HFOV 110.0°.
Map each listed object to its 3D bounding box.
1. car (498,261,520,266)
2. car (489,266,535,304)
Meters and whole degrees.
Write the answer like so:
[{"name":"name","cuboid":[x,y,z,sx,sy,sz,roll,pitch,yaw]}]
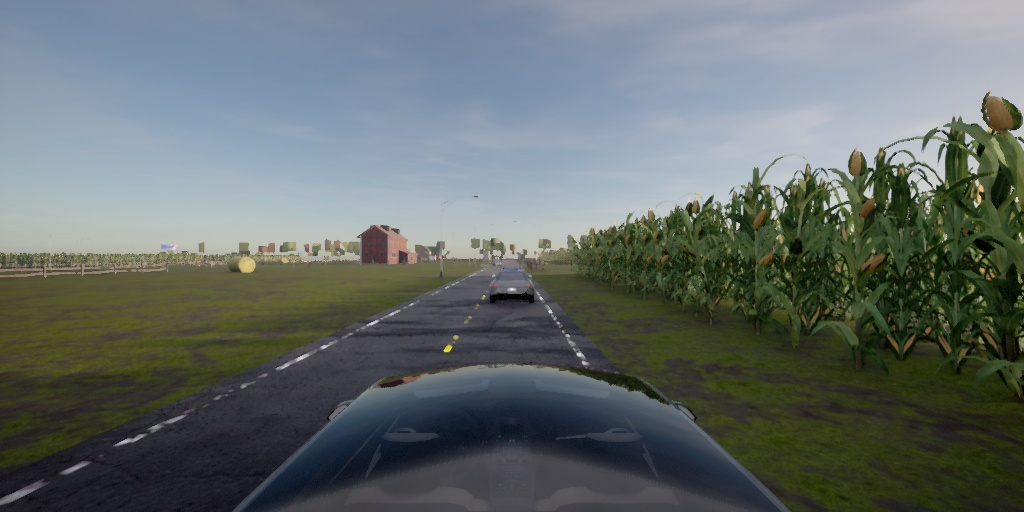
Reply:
[{"name":"car","cuboid":[0.001,1.377,31.534,1.895,1.301,4.718,0,0,0]},{"name":"car","cuboid":[0.001,1.327,16.501,1.994,1.385,4.181,0,0,0]}]
